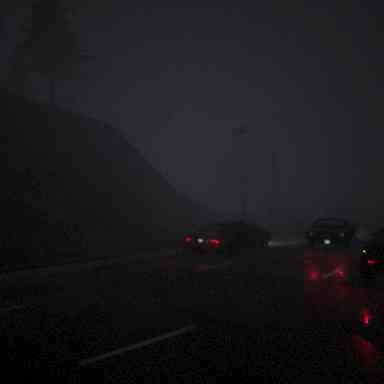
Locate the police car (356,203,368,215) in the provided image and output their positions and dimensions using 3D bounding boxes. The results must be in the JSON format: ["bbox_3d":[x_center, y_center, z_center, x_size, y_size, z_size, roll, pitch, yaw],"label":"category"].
[{"bbox_3d":[21.888,2.304,44.970,1.930,1.638,5.238,-1,-1,4],"label":"police car"}]

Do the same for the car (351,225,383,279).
[{"bbox_3d":[6.396,1.696,9.901,1.812,1.442,4.674,-2,-2,39],"label":"car"}]

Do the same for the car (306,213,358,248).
[{"bbox_3d":[7.137,1.958,16.765,1.895,1.301,4.718,-2,-2,30],"label":"car"}]

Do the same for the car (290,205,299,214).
[{"bbox_3d":[15.207,2.749,51.915,1.812,1.442,4.674,-1,-2,0],"label":"car"}]

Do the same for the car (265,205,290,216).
[{"bbox_3d":[11.778,2.704,47.208,2.033,1.411,5.357,-1,-2,1],"label":"car"}]

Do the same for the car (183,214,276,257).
[{"bbox_3d":[1.783,1.962,14.935,2.033,1.411,5.357,-2,-2,35],"label":"car"}]

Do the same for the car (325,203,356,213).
[{"bbox_3d":[18.024,2.325,41.164,1.882,1.535,5.008,-1,-2,7],"label":"car"}]
